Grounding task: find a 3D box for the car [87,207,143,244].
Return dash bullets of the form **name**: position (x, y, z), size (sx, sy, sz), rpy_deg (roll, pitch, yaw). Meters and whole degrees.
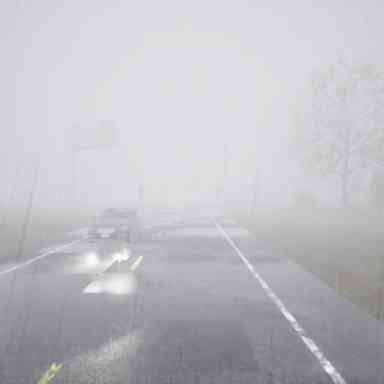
- **car**: position (-3.501, 1.493, 15.887), size (2.128, 1.511, 4.902), rpy_deg (0, 0, 0)
